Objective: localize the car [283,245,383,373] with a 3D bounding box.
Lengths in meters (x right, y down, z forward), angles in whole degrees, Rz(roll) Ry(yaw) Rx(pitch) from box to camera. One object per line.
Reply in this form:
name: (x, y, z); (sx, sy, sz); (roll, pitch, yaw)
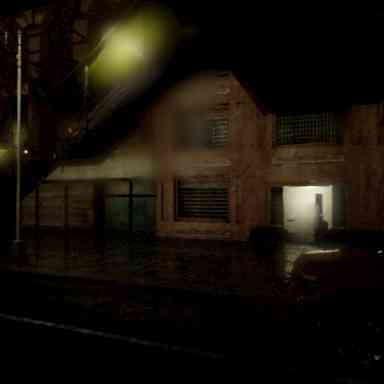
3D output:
car: (4.154, 1.306, 4.587); (5.566, 2.045, 2.435); (0, -1, 22)
